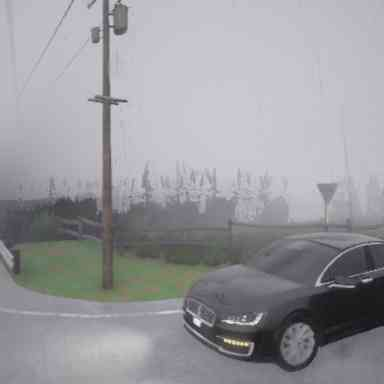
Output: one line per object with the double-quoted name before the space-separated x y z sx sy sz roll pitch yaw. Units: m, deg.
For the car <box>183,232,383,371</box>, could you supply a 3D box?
"car" 2.201 1.507 5.674 4.892 1.490 1.837 0 0 -29
